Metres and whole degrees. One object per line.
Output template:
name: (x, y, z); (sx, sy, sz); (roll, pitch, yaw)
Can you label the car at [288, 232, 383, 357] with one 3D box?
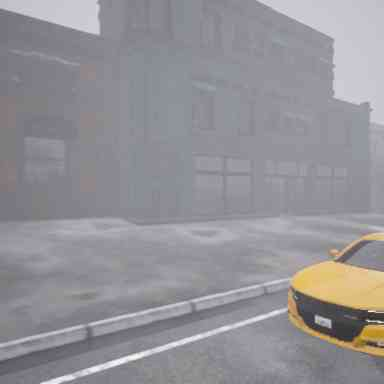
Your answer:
car: (3.814, 1.497, 5.976); (5.008, 1.535, 1.882); (0, 0, -36)
